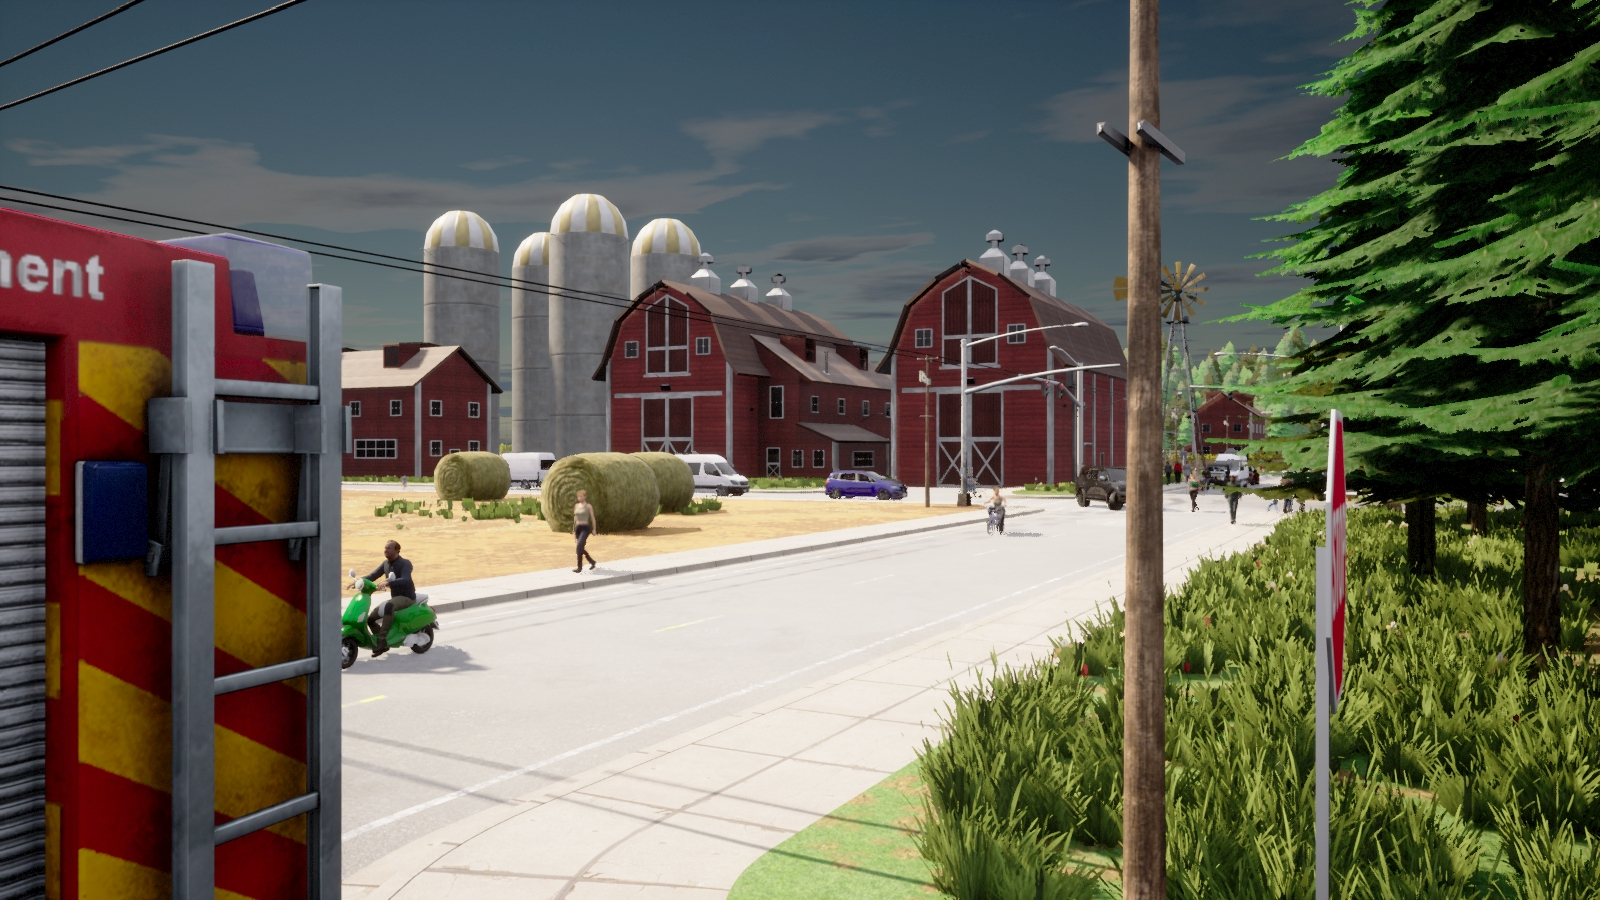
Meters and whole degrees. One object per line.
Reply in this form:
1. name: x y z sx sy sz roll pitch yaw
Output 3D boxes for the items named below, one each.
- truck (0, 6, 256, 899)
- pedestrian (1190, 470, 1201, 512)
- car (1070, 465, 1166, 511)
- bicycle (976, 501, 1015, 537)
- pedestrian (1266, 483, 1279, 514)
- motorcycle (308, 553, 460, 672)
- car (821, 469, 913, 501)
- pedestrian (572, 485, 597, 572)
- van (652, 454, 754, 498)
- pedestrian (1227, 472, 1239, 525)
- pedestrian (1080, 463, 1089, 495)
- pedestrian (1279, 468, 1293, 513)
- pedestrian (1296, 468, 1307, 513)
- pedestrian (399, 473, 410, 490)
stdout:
1. truck: -6.093 0.866 3.631 8.468 3.827 2.891 0 0 22
2. pedestrian: 17.745 1.841 51.300 0.375 1.860 0.375 0 0 39
3. car: 15.228 1.766 55.011 2.150 2.045 5.566 0 0 -12
4. bicycle: 6.458 2.256 37.701 0.859 1.080 1.487 0 0 29
5. pedestrian: 20.541 2.104 49.638 0.375 1.300 0.375 0 0 -37
6. motorcycle: -5.560 2.142 15.386 0.856 1.316 1.805 0 0 28
7. car: 3.716 1.936 63.710 4.611 1.667 2.242 0 0 27
8. pedestrian: -4.699 1.694 24.901 0.375 1.860 0.375 0 0 28
9. van: -5.846 1.507 68.637 5.915 2.561 1.988 0 0 27
10. pedestrian: 15.292 1.696 40.341 0.375 1.860 0.375 0 0 24
11. pedestrian: 16.373 1.671 65.679 0.375 1.860 0.375 0 0 38
12. pedestrian: 20.393 1.695 47.918 0.375 1.860 0.375 0 0 -31
13. pedestrian: 21.119 1.694 48.115 0.375 1.860 0.375 0 0 35
14. pedestrian: -25.742 2.049 74.357 0.500 1.100 0.500 0 0 -40
